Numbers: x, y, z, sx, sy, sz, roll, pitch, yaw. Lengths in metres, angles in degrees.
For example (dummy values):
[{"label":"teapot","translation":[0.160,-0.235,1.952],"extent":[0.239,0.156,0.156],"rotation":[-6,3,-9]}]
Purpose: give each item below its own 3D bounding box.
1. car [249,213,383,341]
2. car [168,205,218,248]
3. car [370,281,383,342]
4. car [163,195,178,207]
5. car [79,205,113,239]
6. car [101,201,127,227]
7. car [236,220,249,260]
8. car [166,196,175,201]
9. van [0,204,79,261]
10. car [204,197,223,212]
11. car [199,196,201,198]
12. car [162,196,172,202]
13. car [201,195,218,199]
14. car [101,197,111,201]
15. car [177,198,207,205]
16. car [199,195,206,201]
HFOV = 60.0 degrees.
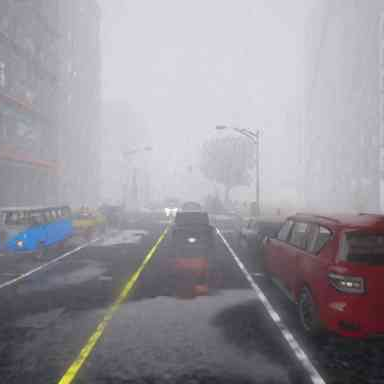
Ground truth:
[{"label":"car","translation":[2.693,1.313,6.442],"extent":[2.192,1.841,5.009],"rotation":[0,0,0]},{"label":"car","translation":[0.000,1.518,14.650],"extent":[1.837,1.490,4.892],"rotation":[0,0,0]},{"label":"car","translation":[2.693,1.548,0.918],"extent":[2.008,1.369,4.403],"rotation":[0,0,0]},{"label":"car","translation":[-3.000,1.555,50.650],"extent":[2.128,1.511,4.902],"rotation":[0,0,0]},{"label":"car","translation":[-5.688,1.527,17.317],"extent":[1.752,1.417,4.829],"rotation":[0,0,0]},{"label":"car","translation":[-5.689,1.571,23.010],"extent":[1.947,1.339,4.313],"rotation":[0,0,0]},{"label":"car","translation":[2.693,1.565,11.963],"extent":[1.947,1.339,4.313],"rotation":[0,0,0]},{"label":"car","translation":[-5.689,1.646,88.555],"extent":[2.008,1.369,4.403],"rotation":[0,0,0]},{"label":"van","translation":[-5.688,1.340,11.964],"extent":[1.690,1.788,3.998],"rotation":[0,0,0]},{"label":"car","translation":[2.692,1.587,39.578],"extent":[1.947,1.339,4.313],"rotation":[0,0,0]},{"label":"car","translation":[2.691,1.618,77.489],"extent":[1.887,1.381,4.507],"rotation":[0,0,0]},{"label":"car","translation":[-5.689,1.624,77.489],"extent":[2.008,1.369,4.403],"rotation":[0,0,0]},{"label":"car","translation":[2.693,1.342,45.101],"extent":[2.192,1.841,5.009],"rotation":[0,0,0]},{"label":"car","translation":[-16.425,1.382,58.084],"extent":[4.403,1.369,2.008],"rotation":[1,-1,-1]},{"label":"car","translation":[0.000,1.576,29.650],"extent":[2.033,1.411,5.357],"rotation":[0,0,0]},{"label":"car","translation":[2.691,1.621,88.725],"extent":[1.752,1.417,4.829],"rotation":[0,0,0]}]
